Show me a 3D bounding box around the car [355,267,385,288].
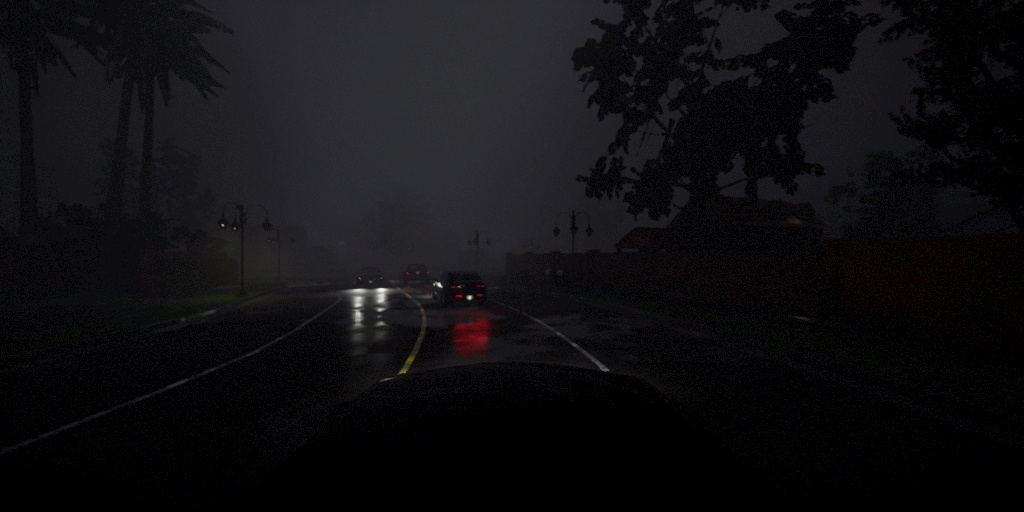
[{"bbox_3d":[-10.677,1.550,26.950,1.812,1.442,4.674,0,-1,-23],"label":"car"}]

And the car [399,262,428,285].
[{"bbox_3d":[-8.252,1.393,30.222,2.097,1.767,4.553,0,-1,-23],"label":"car"}]

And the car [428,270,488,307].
[{"bbox_3d":[-2.507,1.402,16.501,1.837,1.490,4.892,0,0,-20],"label":"car"}]
